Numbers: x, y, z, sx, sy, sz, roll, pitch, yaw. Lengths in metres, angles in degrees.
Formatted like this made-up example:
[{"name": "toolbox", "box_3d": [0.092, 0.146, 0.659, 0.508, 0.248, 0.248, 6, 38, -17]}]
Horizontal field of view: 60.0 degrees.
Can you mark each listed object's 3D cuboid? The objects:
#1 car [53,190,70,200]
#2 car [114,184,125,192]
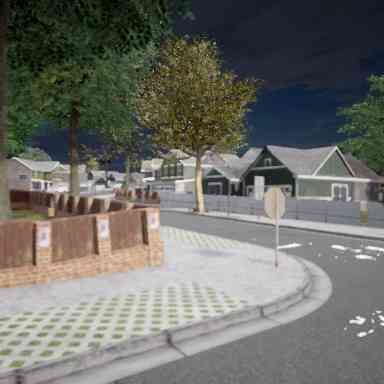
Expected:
[{"name": "car", "box_3d": [-18.319, 0.539, 46.861, 2.128, 1.511, 4.902, 1, 1, -31]}, {"name": "car", "box_3d": [-20.055, -0.704, 91.450, 1.882, 1.535, 5.008, 1, 2, -1]}]
